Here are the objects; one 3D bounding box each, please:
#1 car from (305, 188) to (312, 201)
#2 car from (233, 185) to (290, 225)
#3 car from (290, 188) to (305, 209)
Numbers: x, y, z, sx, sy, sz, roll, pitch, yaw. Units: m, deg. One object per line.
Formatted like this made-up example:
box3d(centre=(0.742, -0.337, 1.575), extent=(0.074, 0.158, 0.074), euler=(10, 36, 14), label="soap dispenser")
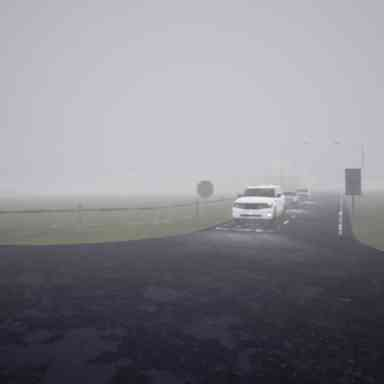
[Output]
box3d(centre=(13.169, 0.277, 39.510), extent=(1.837, 1.490, 4.892), euler=(0, 3, 24), label="car")
box3d(centre=(4.076, 0.633, 19.398), extent=(2.150, 2.045, 5.566), euler=(0, 2, 24), label="car")
box3d(centre=(8.602, 0.617, 29.434), extent=(1.812, 1.442, 4.674), euler=(0, 1, 24), label="car")
